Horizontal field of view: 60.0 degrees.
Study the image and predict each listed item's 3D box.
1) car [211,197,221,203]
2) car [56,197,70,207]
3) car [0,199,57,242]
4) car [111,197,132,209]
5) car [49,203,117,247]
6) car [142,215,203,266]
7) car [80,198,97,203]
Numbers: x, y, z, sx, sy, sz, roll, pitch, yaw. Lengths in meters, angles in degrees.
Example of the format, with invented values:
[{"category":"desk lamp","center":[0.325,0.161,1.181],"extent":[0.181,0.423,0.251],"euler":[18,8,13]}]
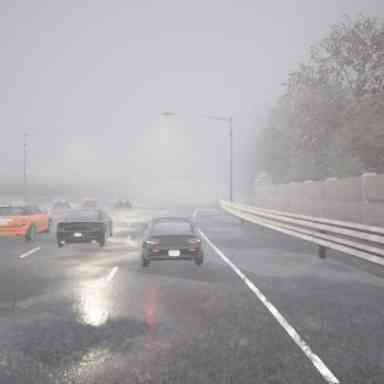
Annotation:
[{"category":"car","center":[6.107,2.178,86.932],"extent":[2.128,1.511,4.902],"euler":[0,-3,11]},{"category":"car","center":[-18.566,1.421,47.219],"extent":[2.097,1.767,4.553],"euler":[0,0,-26]},{"category":"car","center":[-8.541,1.384,16.662],"extent":[2.097,1.767,4.553],"euler":[0,0,-9]},{"category":"car","center":[-9.493,1.385,44.276],"extent":[2.097,1.767,4.553],"euler":[0,0,-23]},{"category":"car","center":[-4.757,1.495,15.278],"extent":[1.882,1.535,5.008],"euler":[0,0,-8]},{"category":"car","center":[-0.739,1.528,11.500],"extent":[1.812,1.442,4.674],"euler":[0,0,-6]},{"category":"car","center":[-14.879,1.533,47.665],"extent":[1.882,1.535,5.008],"euler":[0,0,-26]}]
